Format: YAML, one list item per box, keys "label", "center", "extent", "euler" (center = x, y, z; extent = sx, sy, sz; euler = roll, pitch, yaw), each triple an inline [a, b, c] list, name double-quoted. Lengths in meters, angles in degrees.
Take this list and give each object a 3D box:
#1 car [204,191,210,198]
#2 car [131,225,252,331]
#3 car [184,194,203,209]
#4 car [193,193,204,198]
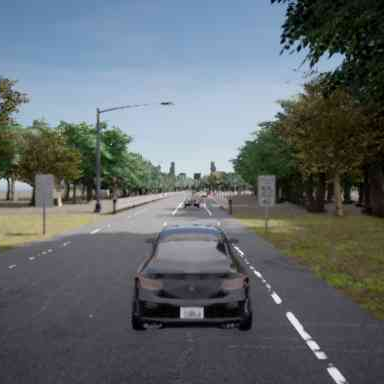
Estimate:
- label: "car"
  center: [3.176, 1.038, 90.244]
  extent: [1.895, 1.301, 4.718]
  euler: [0, 0, 8]
- label: "car"
  center: [-0.002, 1.371, 6.562]
  extent: [1.812, 1.442, 4.674]
  euler: [0, 0, 0]
- label: "car"
  center: [-0.007, 1.230, 40.591]
  extent: [1.895, 1.301, 4.718]
  euler: [0, 0, 0]
- label: "car"
  center: [0.888, 0.953, 66.436]
  extent: [1.882, 1.535, 5.008]
  euler: [0, 0, 3]
